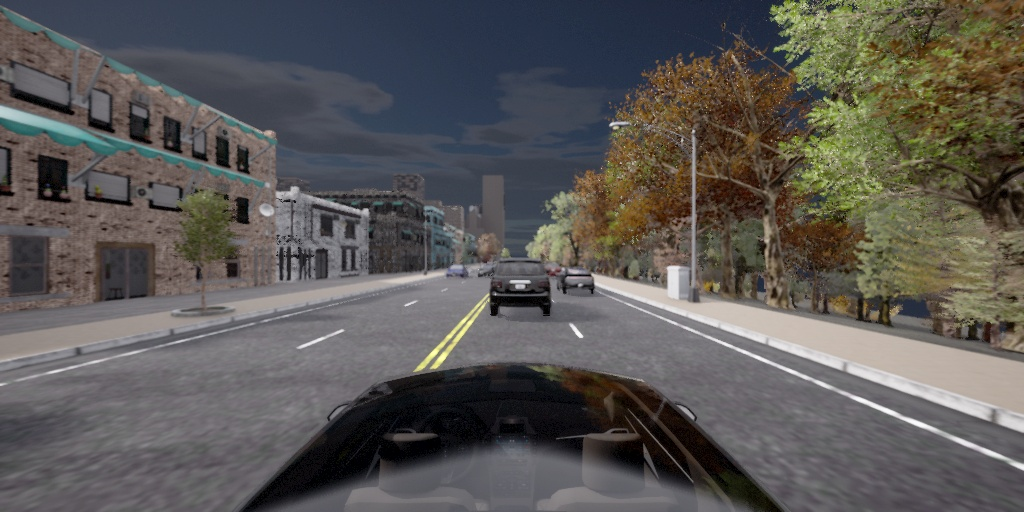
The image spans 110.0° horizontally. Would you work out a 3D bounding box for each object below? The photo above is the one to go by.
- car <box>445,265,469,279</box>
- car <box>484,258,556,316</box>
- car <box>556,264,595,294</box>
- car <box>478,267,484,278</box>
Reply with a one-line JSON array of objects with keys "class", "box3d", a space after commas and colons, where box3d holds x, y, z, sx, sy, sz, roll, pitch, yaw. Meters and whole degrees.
[{"class": "car", "box3d": [-5.775, 1.639, 38.178, 1.812, 1.442, 4.674, 0, -1, 1]}, {"class": "car", "box3d": [0.339, 1.101, 14.287, 2.150, 2.045, 5.566, 0, 0, 2]}, {"class": "car", "box3d": [3.786, 1.447, 21.964, 2.128, 1.511, 4.902, 0, -1, 1]}, {"class": "car", "box3d": [-2.520, 1.686, 38.683, 1.994, 1.385, 4.181, 0, -1, 1]}]
